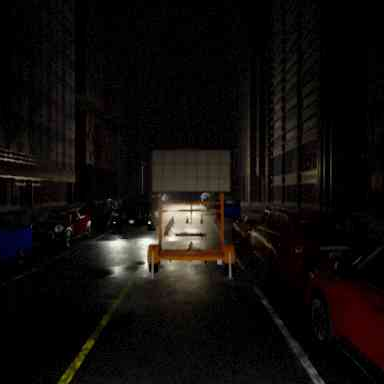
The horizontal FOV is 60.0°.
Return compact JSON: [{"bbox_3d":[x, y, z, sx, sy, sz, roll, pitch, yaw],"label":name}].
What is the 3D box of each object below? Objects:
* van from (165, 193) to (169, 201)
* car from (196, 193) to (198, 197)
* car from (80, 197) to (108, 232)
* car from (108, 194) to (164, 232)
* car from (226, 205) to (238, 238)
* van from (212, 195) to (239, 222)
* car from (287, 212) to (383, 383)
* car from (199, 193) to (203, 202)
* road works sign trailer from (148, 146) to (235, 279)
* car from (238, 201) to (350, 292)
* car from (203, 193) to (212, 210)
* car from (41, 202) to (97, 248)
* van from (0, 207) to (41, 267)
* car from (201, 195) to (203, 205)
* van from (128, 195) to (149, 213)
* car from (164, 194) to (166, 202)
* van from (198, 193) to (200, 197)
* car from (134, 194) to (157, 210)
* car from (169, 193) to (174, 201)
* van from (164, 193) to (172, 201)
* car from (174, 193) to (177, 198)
[{"bbox_3d":[-5.888,1.184,64.822,1.690,1.788,3.998,0,0,0],"label":"van"},{"bbox_3d":[2.616,1.383,76.067,1.947,1.339,4.313,0,0,0],"label":"car"},{"bbox_3d":[-5.801,1.264,19.946,2.192,1.841,5.009,0,0,0],"label":"car"},{"bbox_3d":[-3.140,1.170,19.986,2.150,2.045,5.566,0,0,0],"label":"car"},{"bbox_3d":[2.735,1.488,14.536,1.752,1.417,4.829,0,0,0],"label":"car"},{"bbox_3d":[2.714,1.276,25.584,1.690,1.788,3.998,0,0,0],"label":"van"},{"bbox_3d":[2.757,1.306,3.147,2.192,1.841,5.009,0,0,0],"label":"car"},{"bbox_3d":[2.659,1.308,53.629,1.967,1.590,4.097,0,0,0],"label":"car"},{"bbox_3d":[-0.019,0.438,9.919,2.380,3.560,2.880,0,0,0],"label":"road works sign trailer"},{"bbox_3d":[2.746,1.292,8.756,2.192,1.841,5.009,0,0,0],"label":"car"},{"bbox_3d":[2.692,1.222,36.802,2.192,1.841,5.009,0,0,0],"label":"car"},{"bbox_3d":[-5.790,1.403,14.337,1.967,1.590,4.097,0,0,0],"label":"car"},{"bbox_3d":[-5.779,1.318,8.728,1.690,1.788,3.998,0,0,0],"label":"van"},{"bbox_3d":[2.670,1.426,48.021,1.887,1.381,4.507,0,0,0],"label":"car"},{"bbox_3d":[-5.833,1.249,36.775,1.690,1.788,3.998,0,0,0],"label":"van"},{"bbox_3d":[-5.866,1.419,53.604,2.008,1.369,4.403,0,0,0],"label":"car"},{"bbox_3d":[2.637,1.184,64.847,1.690,1.788,3.998,0,0,0],"label":"van"},{"bbox_3d":[-5.844,1.209,42.384,2.192,1.841,5.009,0,0,0],"label":"car"},{"bbox_3d":[-5.909,1.258,76.042,1.967,1.590,4.097,0,0,0],"label":"car"},{"bbox_3d":[-5.920,1.146,81.651,1.690,1.788,3.998,0,0,0],"label":"van"},{"bbox_3d":[-5.942,1.310,92.700,1.752,1.417,4.829,0,0,0],"label":"car"}]
